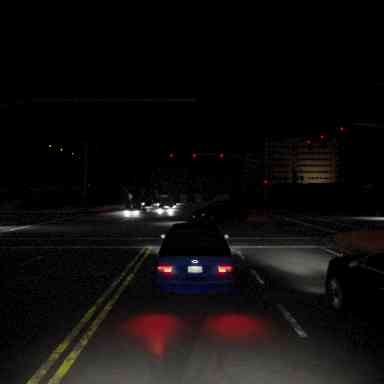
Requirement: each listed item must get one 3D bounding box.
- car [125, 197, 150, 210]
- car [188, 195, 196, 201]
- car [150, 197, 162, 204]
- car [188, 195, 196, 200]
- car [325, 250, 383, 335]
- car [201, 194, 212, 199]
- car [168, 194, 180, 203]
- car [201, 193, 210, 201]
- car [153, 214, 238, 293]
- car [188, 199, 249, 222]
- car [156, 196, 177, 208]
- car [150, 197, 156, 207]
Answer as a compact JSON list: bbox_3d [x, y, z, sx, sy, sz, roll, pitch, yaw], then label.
[{"bbox_3d":[-7.194,1.491,42.628,2.128,1.511,4.902,0,0,2],"label":"car"},{"bbox_3d":[-0.105,1.425,84.736,1.994,1.385,4.181,0,0,0],"label":"car"},{"bbox_3d":[-7.107,1.601,66.224,1.895,1.301,4.718,0,0,0],"label":"car"},{"bbox_3d":[-0.092,1.531,74.462,2.033,1.411,5.357,0,0,0],"label":"car"},{"bbox_3d":[3.557,1.491,4.721,2.128,1.511,4.902,0,0,0],"label":"car"},{"bbox_3d":[3.407,1.344,74.756,2.097,1.767,4.553,0,0,0],"label":"car"},{"bbox_3d":[-3.653,1.491,56.983,2.128,1.511,4.902,0,0,0],"label":"car"},{"bbox_3d":[3.395,1.228,84.712,2.097,1.767,4.553,0,0,0],"label":"car"},{"bbox_3d":[0.072,1.547,8.962,2.033,1.411,5.357,0,0,0],"label":"car"},{"bbox_3d":[2.142,1.501,25.179,4.892,1.490,1.837,-1,0,-33],"label":"car"},{"bbox_3d":[-3.649,1.601,47.643,1.895,1.301,4.718,0,0,0],"label":"car"},{"bbox_3d":[-7.157,1.547,52.377,2.033,1.411,5.357,0,0,0],"label":"car"}]
